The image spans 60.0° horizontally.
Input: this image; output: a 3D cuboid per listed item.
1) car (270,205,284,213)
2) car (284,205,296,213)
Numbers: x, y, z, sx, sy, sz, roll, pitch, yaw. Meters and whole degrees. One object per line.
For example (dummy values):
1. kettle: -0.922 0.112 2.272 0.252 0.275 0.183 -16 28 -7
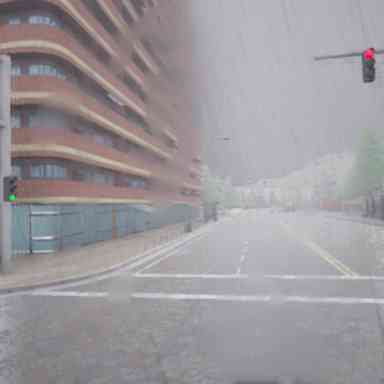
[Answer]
1. car: 22.160 4.427 87.202 2.150 2.045 5.566 -2 -3 11
2. car: 25.592 4.334 86.545 2.150 2.045 5.566 -2 -3 11
